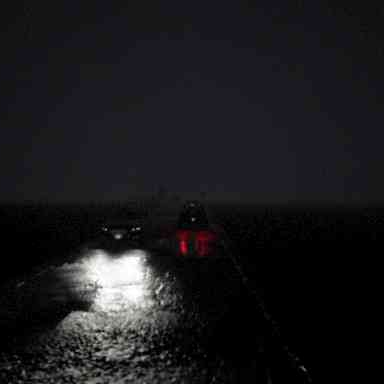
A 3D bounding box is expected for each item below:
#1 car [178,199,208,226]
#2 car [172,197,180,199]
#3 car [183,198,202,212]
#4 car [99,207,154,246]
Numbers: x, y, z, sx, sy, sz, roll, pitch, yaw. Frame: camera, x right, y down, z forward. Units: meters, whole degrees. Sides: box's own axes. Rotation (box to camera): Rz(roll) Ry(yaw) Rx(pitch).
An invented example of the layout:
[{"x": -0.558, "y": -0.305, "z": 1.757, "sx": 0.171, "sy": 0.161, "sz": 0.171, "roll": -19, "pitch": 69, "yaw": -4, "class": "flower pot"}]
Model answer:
[{"x": 0.080, "y": 1.455, "z": 22.633, "sx": 2.128, "sy": 1.511, "sz": 4.902, "roll": 0, "pitch": 0, "yaw": 0, "class": "car"}, {"x": -2.785, "y": 1.115, "z": 55.819, "sx": 1.994, "sy": 1.385, "sz": 4.181, "roll": 0, "pitch": 0, "yaw": 0, "class": "car"}, {"x": 0.074, "y": 1.498, "z": 39.315, "sx": 2.033, "sy": 1.411, "sz": 5.357, "roll": 0, "pitch": 0, "yaw": 0, "class": "car"}, {"x": -2.859, "y": 1.464, "z": 15.334, "sx": 2.128, "sy": 1.511, "sz": 4.902, "roll": 0, "pitch": 0, "yaw": 0, "class": "car"}]
